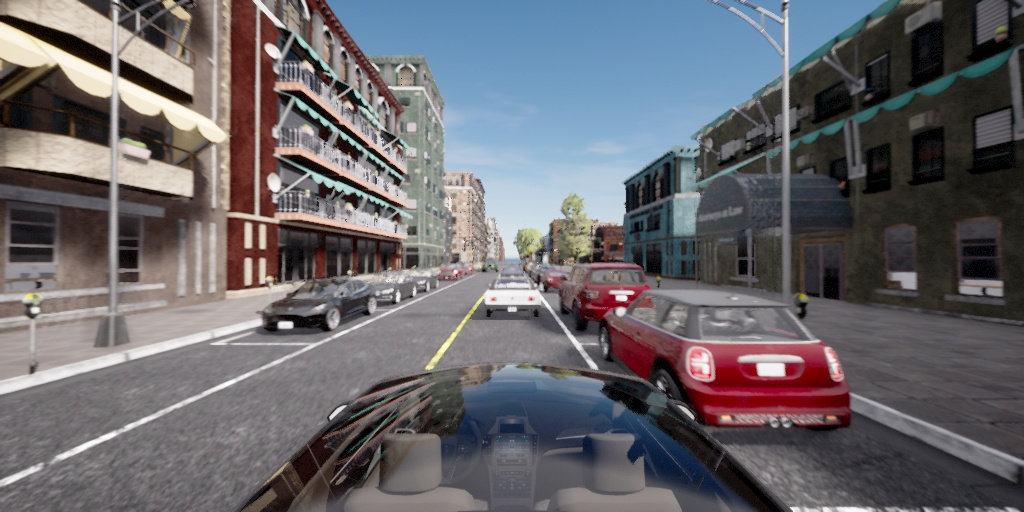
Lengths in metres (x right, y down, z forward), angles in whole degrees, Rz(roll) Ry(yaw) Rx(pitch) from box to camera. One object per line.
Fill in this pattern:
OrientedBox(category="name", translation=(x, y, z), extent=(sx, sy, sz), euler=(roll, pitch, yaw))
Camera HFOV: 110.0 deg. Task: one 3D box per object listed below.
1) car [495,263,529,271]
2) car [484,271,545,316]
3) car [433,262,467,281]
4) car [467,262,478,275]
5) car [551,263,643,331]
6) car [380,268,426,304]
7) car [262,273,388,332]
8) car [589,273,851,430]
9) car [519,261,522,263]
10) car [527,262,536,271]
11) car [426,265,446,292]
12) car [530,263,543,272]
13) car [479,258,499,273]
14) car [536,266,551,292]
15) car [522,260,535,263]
OrientedBox(category="car", translation=(0.019, 1.482, 27.159), extent=(2.033, 1.411, 5.357), euler=(0, 0, 0))
OrientedBox(category="car", translation=(0.036, 1.433, 13.720), extent=(1.895, 1.301, 4.718), euler=(0, 0, 1))
OrientedBox(category="car", translation=(-5.694, 1.424, 33.351), extent=(1.967, 1.591, 4.097), euler=(0, 0, 0))
OrientedBox(category="car", translation=(-5.694, 1.515, 44.430), extent=(1.967, 1.591, 4.097), euler=(0, 0, 0))
OrientedBox(category="car", translation=(2.689, 1.130, 11.199), extent=(2.192, 1.841, 5.009), euler=(0, 0, 0))
OrientedBox(category="car", translation=(-5.692, 1.405, 16.736), extent=(2.007, 1.370, 4.403), euler=(0, 0, 0))
OrientedBox(category="car", translation=(-5.692, 1.381, 11.198), extent=(1.948, 1.339, 4.313), euler=(0, 0, 0))
OrientedBox(category="car", translation=(2.690, 1.217, 5.659), extent=(1.967, 1.591, 4.097), euler=(0, 0, 0))
OrientedBox(category="car", translation=(2.686, 1.481, 55.509), extent=(2.192, 1.841, 5.009), euler=(0, 0, 0))
OrientedBox(category="car", translation=(2.687, 1.535, 33.351), extent=(2.007, 1.370, 4.403), euler=(0, 0, 0))
OrientedBox(category="car", translation=(-5.693, 1.446, 22.274), extent=(2.007, 1.370, 4.403), euler=(0, 0, 0))
OrientedBox(category="car", translation=(2.688, 1.505, 27.813), extent=(1.948, 1.339, 4.313), euler=(0, 0, 0))
OrientedBox(category="car", translation=(-3.093, 1.357, 51.445), extent=(2.150, 2.045, 5.566), euler=(0, -1, 0))
OrientedBox(category="car", translation=(2.688, 1.478, 22.274), extent=(1.802, 1.307, 4.207), euler=(0, 0, 0))
OrientedBox(category="car", translation=(2.686, 1.646, 50.139), extent=(1.751, 1.417, 4.829), euler=(0, 0, 0))
